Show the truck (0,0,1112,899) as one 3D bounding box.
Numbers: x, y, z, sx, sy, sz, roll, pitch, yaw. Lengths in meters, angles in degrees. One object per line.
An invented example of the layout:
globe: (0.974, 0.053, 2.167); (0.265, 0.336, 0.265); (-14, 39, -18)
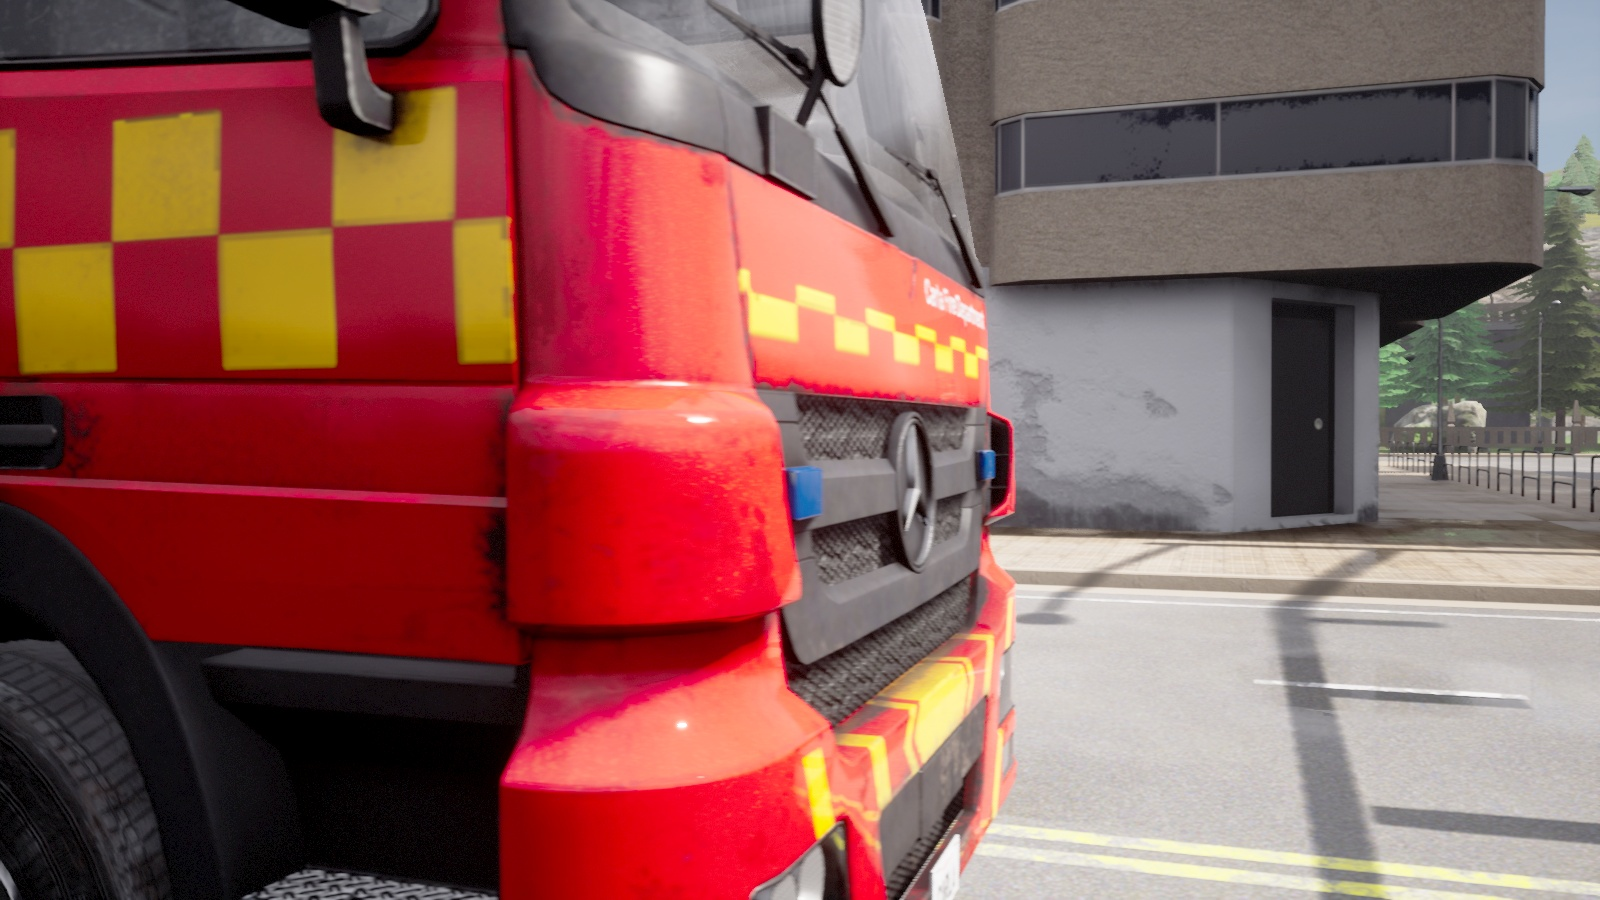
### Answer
truck: (-3.405, -0.431, 4.321); (8.468, 3.827, 2.891); (1, 1, 19)
